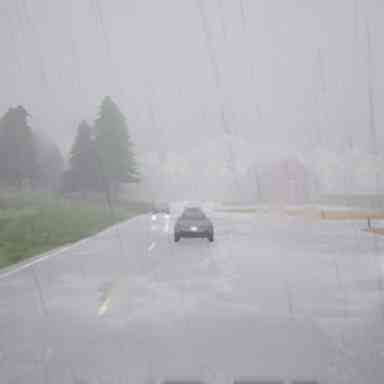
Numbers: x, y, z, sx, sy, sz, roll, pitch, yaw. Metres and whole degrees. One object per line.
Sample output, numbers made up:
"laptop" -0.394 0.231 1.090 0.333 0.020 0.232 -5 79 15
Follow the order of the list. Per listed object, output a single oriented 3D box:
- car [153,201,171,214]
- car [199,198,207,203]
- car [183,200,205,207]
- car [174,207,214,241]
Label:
"car" -3.510 1.910 39.766 1.837 1.490 4.892 0 -1 0
"car" 2.948 2.288 91.555 1.816 1.474 4.193 -6 0 -2
"car" 0.076 1.826 32.982 1.812 1.442 4.674 0 -1 0
"car" 0.096 1.726 17.719 1.994 1.385 4.181 0 -1 0
